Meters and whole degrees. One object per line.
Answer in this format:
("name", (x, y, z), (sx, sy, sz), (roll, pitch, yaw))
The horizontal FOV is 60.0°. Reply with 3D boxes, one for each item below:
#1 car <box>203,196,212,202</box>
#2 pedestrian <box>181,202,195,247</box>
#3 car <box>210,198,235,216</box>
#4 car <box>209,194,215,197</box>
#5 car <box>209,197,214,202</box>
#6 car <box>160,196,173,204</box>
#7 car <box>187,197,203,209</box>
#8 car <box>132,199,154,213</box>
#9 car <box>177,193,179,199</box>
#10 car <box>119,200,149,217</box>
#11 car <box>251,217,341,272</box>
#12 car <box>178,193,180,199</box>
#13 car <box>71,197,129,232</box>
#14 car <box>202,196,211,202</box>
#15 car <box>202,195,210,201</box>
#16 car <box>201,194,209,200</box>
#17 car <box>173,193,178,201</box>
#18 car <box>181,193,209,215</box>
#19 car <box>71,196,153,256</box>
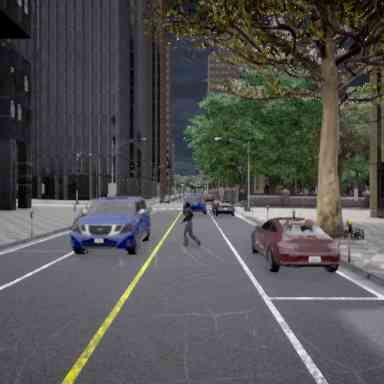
("car", (3.419, 1.579, 74.984), (1.947, 1.339, 4.313), (0, 0, 1))
("pedestrian", (-0.155, 1.290, 13.491), (0.375, 1.860, 0.375), (0, 0, 1))
("car", (3.042, 1.559, 31.895), (1.947, 1.339, 4.313), (0, 0, 1))
("car", (3.323, 1.317, 64.072), (2.192, 1.841, 5.009), (0, 0, 1))
("car", (3.090, 1.544, 37.408), (2.008, 1.369, 4.403), (0, 0, 1))
("car", (-5.202, 1.568, 64.137), (1.947, 1.339, 4.313), (0, 0, 1))
("car", (0.473, 1.514, 48.235), (2.128, 1.511, 4.902), (1, 0, 3))
("car", (-5.436, 1.518, 37.303), (1.752, 1.417, 4.829), (0, 0, 1))
("car", (-5.011, 1.606, 85.964), (1.802, 1.307, 4.206), (0, 0, 1))
("car", (-5.483, 1.544, 31.961), (2.008, 1.369, 4.403), (0, 0, 1))
("car", (3.092, 1.523, 10.624), (1.812, 1.442, 4.674), (0, 0, 1))
("car", (-4.963, 1.612, 91.421), (1.802, 1.307, 4.206), (0, 0, 1))
("car", (-5.579, 1.309, 20.936), (2.192, 1.841, 5.009), (0, 0, 1))
("car", (3.467, 1.569, 80.440), (2.008, 1.369, 4.403), (0, 0, 1))
("car", (3.514, 1.575, 85.897), (2.008, 1.369, 4.403), (0, 0, 1))
("car", (3.562, 1.470, 91.353), (1.967, 1.590, 4.097), (0, 0, 1))
("car", (-5.058, 1.569, 80.507), (2.008, 1.369, 4.403), (0, 0, 1))
("car", (0.371, 1.217, 34.112), (2.150, 2.045, 5.566), (0, 0, 1))
("car", (-2.983, 1.217, 13.526), (2.150, 2.045, 5.566), (0, 0, 0))
